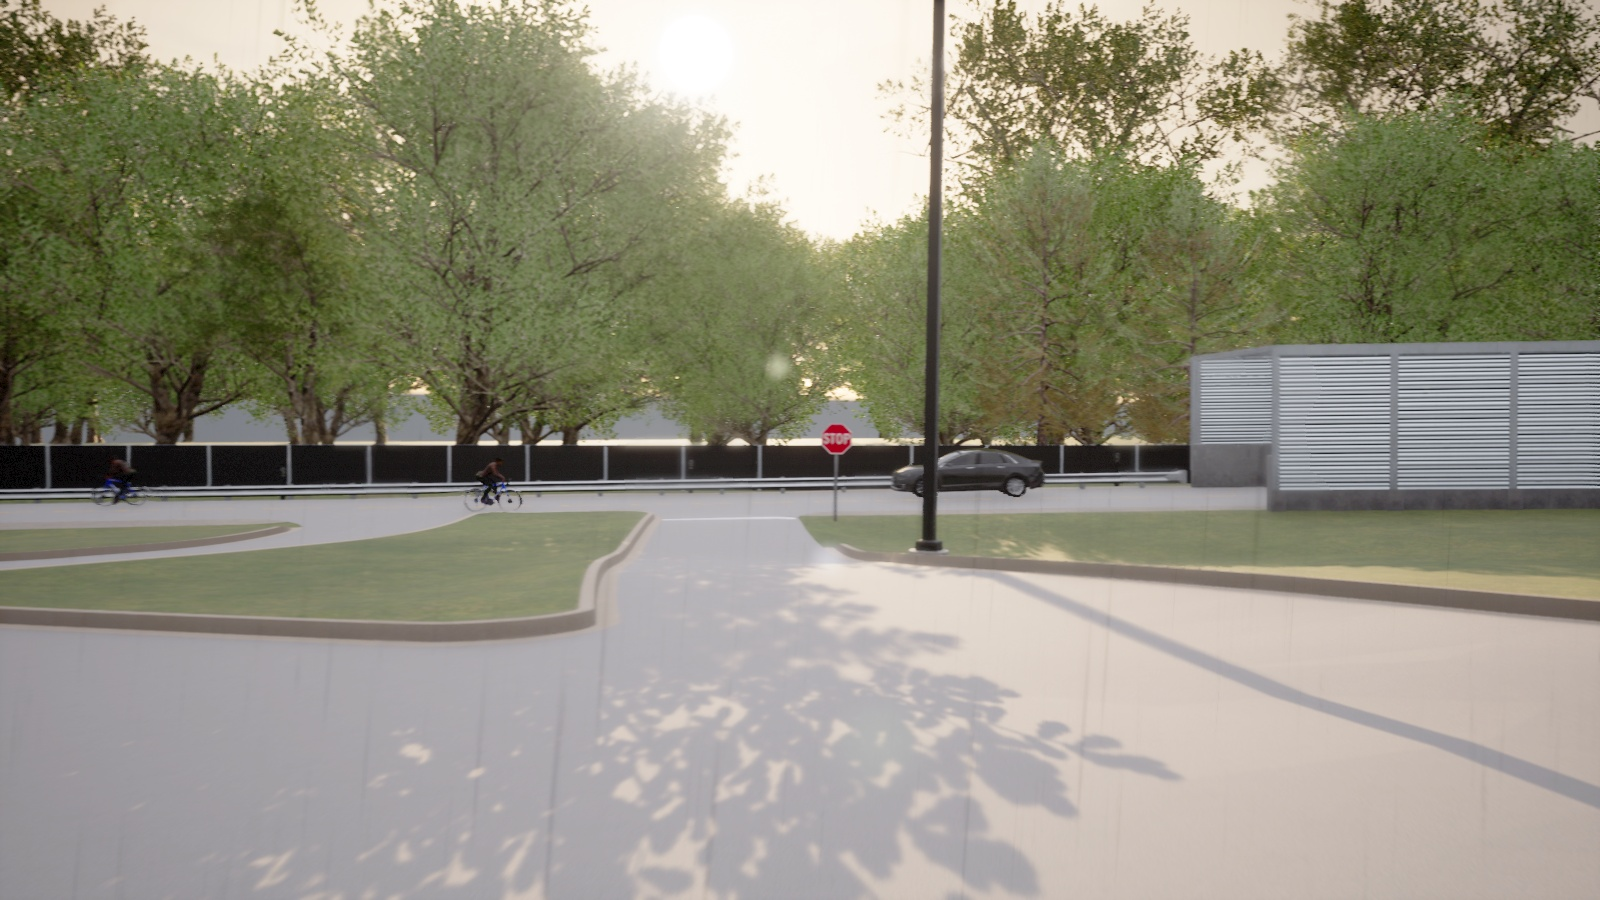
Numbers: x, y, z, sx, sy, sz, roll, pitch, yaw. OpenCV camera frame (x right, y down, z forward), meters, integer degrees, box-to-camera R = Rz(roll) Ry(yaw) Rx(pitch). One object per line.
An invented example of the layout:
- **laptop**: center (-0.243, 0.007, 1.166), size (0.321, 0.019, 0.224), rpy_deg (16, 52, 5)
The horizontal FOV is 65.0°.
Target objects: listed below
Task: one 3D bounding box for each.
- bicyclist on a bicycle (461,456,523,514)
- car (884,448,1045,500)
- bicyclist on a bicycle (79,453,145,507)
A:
- **bicyclist on a bicycle**: center (-8.859, 0.993, 36.157), size (1.656, 1.620, 0.582), rpy_deg (1, 2, -3)
- **car**: center (5.229, 0.751, 40.268), size (4.892, 1.490, 1.837), rpy_deg (-1, 2, -1)
- **bicyclist on a bicycle**: center (-21.390, 0.927, 39.039), size (1.656, 1.620, 0.582), rpy_deg (-1, 2, -3)
